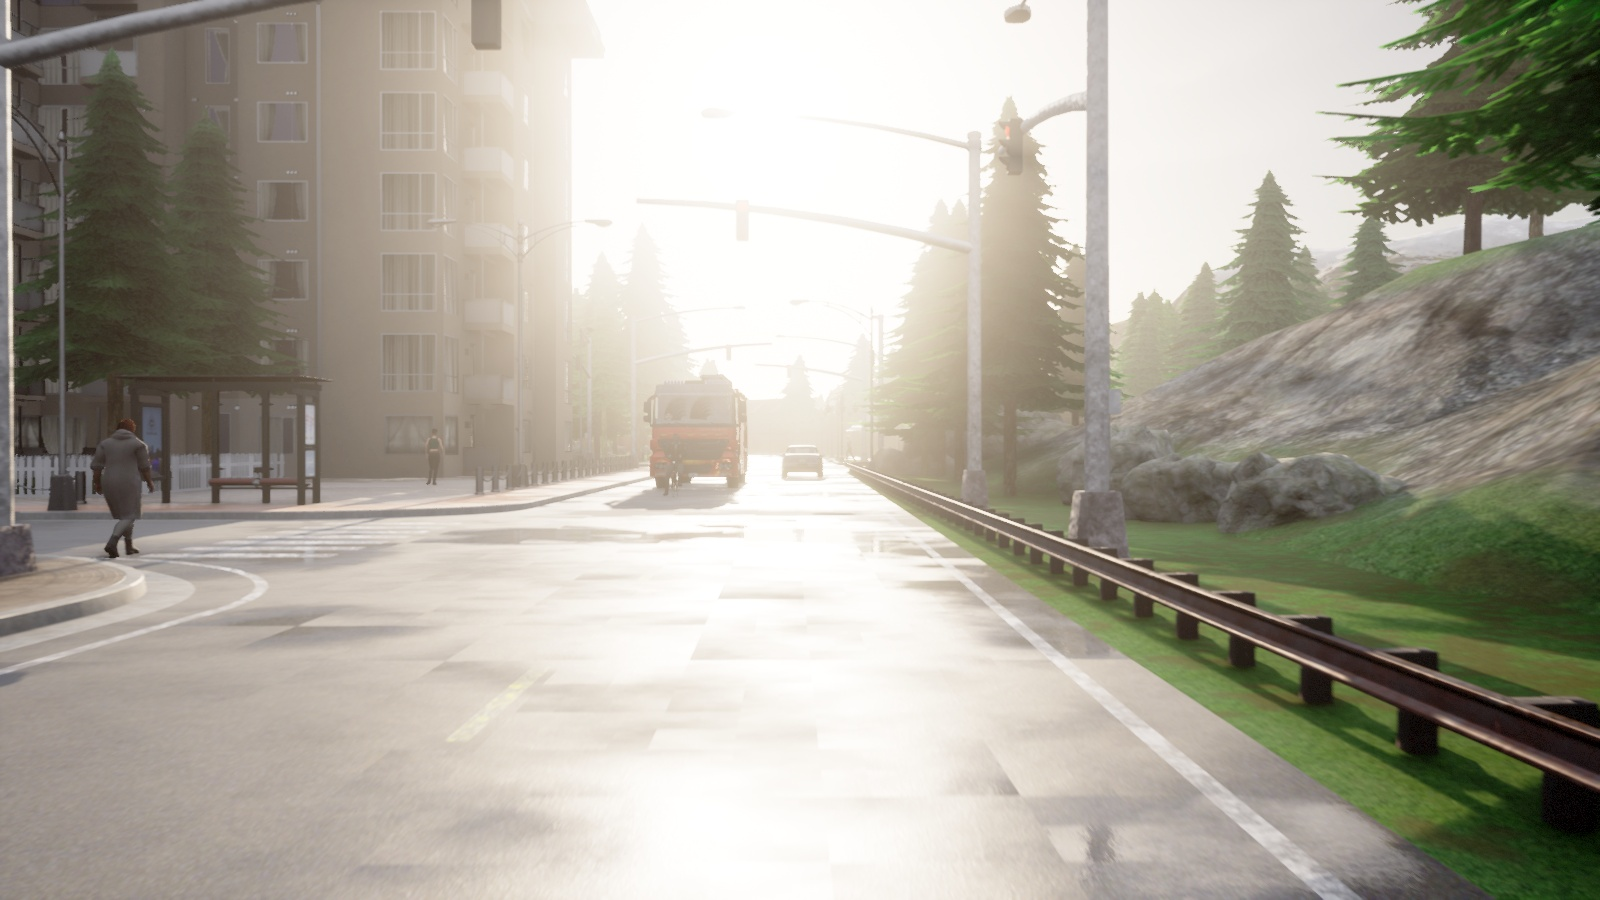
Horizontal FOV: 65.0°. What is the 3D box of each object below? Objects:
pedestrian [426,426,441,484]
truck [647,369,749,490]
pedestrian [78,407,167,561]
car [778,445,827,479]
[{"bbox_3d":[-11.563,0.152,39.604,0.345,1.836,0.594,0,0,-7],"label":"pedestrian"},{"bbox_3d":[-3.406,-0.670,44.148,2.891,3.827,8.468,0,0,0],"label":"truck"},{"bbox_3d":[-8.857,0.429,16.452,0.659,1.952,0.873,0,0,4],"label":"pedestrian"},{"bbox_3d":[0.113,0.483,55.109,2.033,1.411,5.357,0,0,0],"label":"car"}]
